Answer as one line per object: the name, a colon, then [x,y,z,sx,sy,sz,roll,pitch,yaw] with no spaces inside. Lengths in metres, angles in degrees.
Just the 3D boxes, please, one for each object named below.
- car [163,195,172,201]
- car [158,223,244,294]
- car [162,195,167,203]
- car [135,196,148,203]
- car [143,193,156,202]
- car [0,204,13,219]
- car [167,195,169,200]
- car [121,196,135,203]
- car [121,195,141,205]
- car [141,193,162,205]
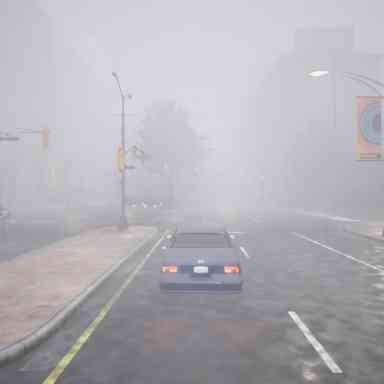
car: [-6.387,1.478,86.642,1.882,1.535,5.008,0,0,1]
car: [0.231,1.547,8.949,2.033,1.411,5.357,0,0,1]
car: [-6.788,1.352,66.775,2.097,1.767,4.553,0,0,1]
car: [-10.244,1.505,68.056,1.837,1.490,4.892,0,0,1]
car: [-10.036,1.225,78.741,2.150,2.045,5.566,0,0,1]
car: [-16.965,1.491,27.506,4.902,1.511,2.128,0,0,27]
car: [-6.577,1.525,76.548,2.128,1.511,4.902,0,0,1]
car: [-13.453,1.595,69.845,1.895,1.301,4.718,0,0,1]
car: [-10.506,1.352,57.881,2.097,1.767,4.553,0,0,1]
car: [-7.006,1.352,58.003,2.097,1.767,4.553,0,0,1]
